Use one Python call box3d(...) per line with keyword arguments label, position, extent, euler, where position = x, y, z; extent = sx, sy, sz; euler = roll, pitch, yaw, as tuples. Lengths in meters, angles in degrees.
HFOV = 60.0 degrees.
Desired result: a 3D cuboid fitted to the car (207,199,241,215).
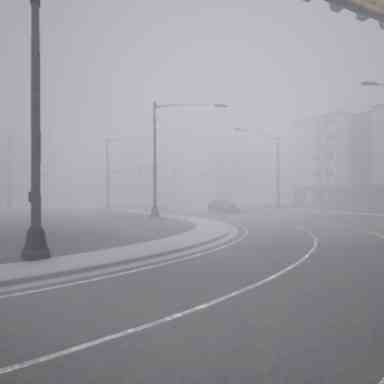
box3d(label="car", position=(3.518, 1.568, 37.301), extent=(2.097, 1.767, 4.553), euler=(0, 0, -27))
